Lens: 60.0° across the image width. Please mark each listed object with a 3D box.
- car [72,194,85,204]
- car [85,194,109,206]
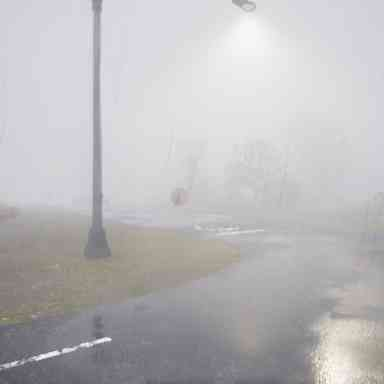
[{"bbox_3d":[-19.466,1.145,58.256,2.097,1.767,4.553,0,0,-33],"label":"car"},{"bbox_3d":[-13.890,1.306,49.650,2.128,1.511,4.902,0,0,-33],"label":"car"}]
